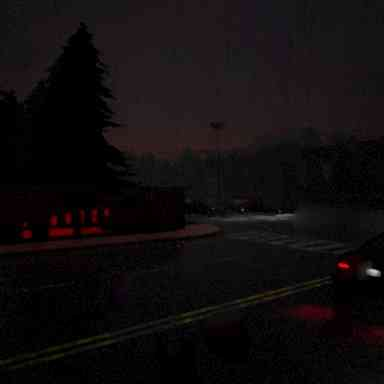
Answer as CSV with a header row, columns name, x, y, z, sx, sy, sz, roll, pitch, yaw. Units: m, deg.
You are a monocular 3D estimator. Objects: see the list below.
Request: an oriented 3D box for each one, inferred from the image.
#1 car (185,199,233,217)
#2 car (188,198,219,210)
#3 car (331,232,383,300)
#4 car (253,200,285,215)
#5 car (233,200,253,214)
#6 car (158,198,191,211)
name,x,y,z,sx,sy,sz,roll,pitch,yaw
car,1.279,1.488,31.496,1.882,1.535,5.008,0,0,-35
car,1.453,1.577,43.394,1.994,1.385,4.181,0,0,-35
car,5.412,1.552,7.685,5.357,1.411,2.033,0,0,-36
car,7.214,1.561,35.229,2.033,1.411,5.357,0,0,-35
car,3.531,1.503,34.375,2.128,1.511,4.902,0,0,-35
car,-2.289,1.517,42.622,1.837,1.490,4.892,0,0,-35
